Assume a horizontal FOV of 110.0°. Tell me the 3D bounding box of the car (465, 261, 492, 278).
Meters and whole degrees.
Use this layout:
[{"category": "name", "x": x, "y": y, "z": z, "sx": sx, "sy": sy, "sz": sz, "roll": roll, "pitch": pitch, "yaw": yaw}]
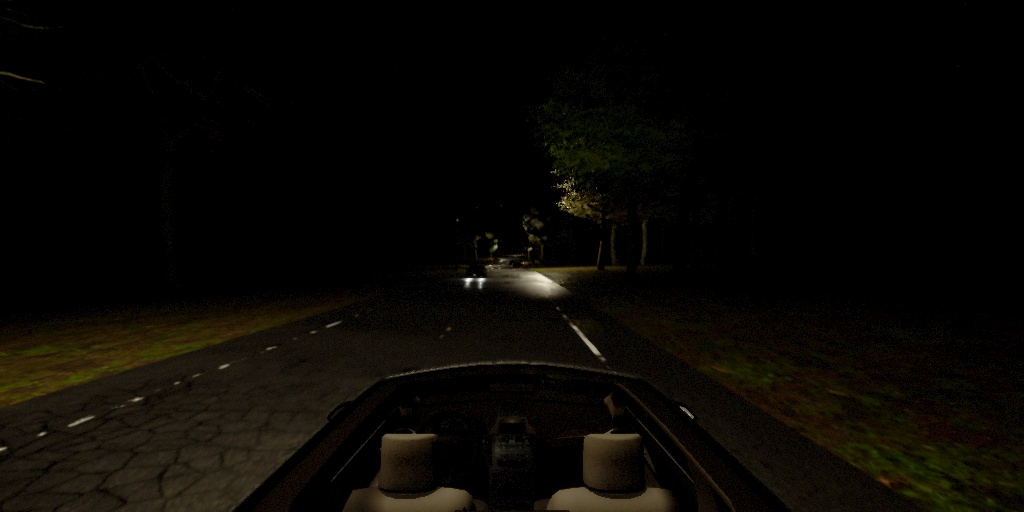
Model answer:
[{"category": "car", "x": -3.531, "y": 1.410, "z": 36.505, "sx": 2.033, "sy": 1.411, "sz": 5.357, "roll": 0, "pitch": 0, "yaw": 1}]
